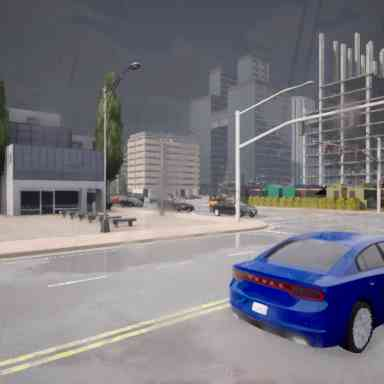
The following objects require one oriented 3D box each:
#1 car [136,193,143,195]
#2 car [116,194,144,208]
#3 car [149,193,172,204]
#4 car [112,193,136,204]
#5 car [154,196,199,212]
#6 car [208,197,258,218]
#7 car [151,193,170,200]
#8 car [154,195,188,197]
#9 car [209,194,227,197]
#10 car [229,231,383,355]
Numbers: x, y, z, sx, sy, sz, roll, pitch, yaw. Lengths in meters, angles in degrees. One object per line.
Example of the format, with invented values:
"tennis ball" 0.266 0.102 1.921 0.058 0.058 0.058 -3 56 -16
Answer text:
"car" -12.114 1.225 70.328 2.150 2.045 5.566 0 0 -36
"car" -8.635 1.503 47.567 1.837 1.490 4.892 0 0 -36
"car" -6.246 1.352 62.435 2.097 1.767 4.553 0 0 -36
"car" -12.372 1.351 58.719 2.097 1.767 4.553 0 0 -36
"car" -1.883 1.547 38.288 2.033 1.411 5.357 0 0 -37
"car" 3.860 1.505 30.423 1.837 1.490 4.892 0 0 -36
"car" -8.433 1.153 89.468 4.605 1.855 1.932 0 0 -38
"car" -2.994 1.526 45.775 1.812 1.442 4.674 0 0 -36
"car" 3.876 1.352 36.343 2.097 1.767 4.553 0 0 -36
"car" 2.894 1.478 6.218 5.008 1.535 1.882 0 0 -38
